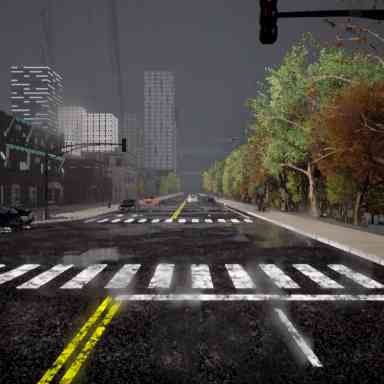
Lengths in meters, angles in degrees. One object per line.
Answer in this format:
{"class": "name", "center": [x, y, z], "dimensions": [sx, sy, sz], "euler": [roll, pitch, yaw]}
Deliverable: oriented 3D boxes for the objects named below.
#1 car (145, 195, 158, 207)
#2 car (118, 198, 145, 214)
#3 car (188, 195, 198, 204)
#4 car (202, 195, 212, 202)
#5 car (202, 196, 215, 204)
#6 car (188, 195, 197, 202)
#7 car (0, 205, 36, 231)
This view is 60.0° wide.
{"class": "car", "center": [-6.542, 1.335, 52.145], "dimensions": [2.097, 1.767, 4.553], "euler": [0, 0, 0]}
{"class": "car", "center": [-6.566, 1.492, 35.378], "dimensions": [1.837, 1.490, 4.892], "euler": [0, 0, 0]}
{"class": "car", "center": [0.153, 1.501, 64.624], "dimensions": [1.812, 1.442, 4.674], "euler": [0, 0, 0]}
{"class": "car", "center": [3.328, 1.510, 74.397], "dimensions": [2.033, 1.411, 5.357], "euler": [0, 0, 0]}
{"class": "car", "center": [3.410, 1.523, 63.743], "dimensions": [2.033, 1.411, 5.357], "euler": [0, 0, 0]}
{"class": "car", "center": [0.085, 1.447, 74.818], "dimensions": [1.882, 1.535, 5.008], "euler": [0, 0, 0]}
{"class": "car", "center": [-11.838, 1.560, 19.506], "dimensions": [4.902, 1.511, 2.128], "euler": [-2, 1, -26]}
